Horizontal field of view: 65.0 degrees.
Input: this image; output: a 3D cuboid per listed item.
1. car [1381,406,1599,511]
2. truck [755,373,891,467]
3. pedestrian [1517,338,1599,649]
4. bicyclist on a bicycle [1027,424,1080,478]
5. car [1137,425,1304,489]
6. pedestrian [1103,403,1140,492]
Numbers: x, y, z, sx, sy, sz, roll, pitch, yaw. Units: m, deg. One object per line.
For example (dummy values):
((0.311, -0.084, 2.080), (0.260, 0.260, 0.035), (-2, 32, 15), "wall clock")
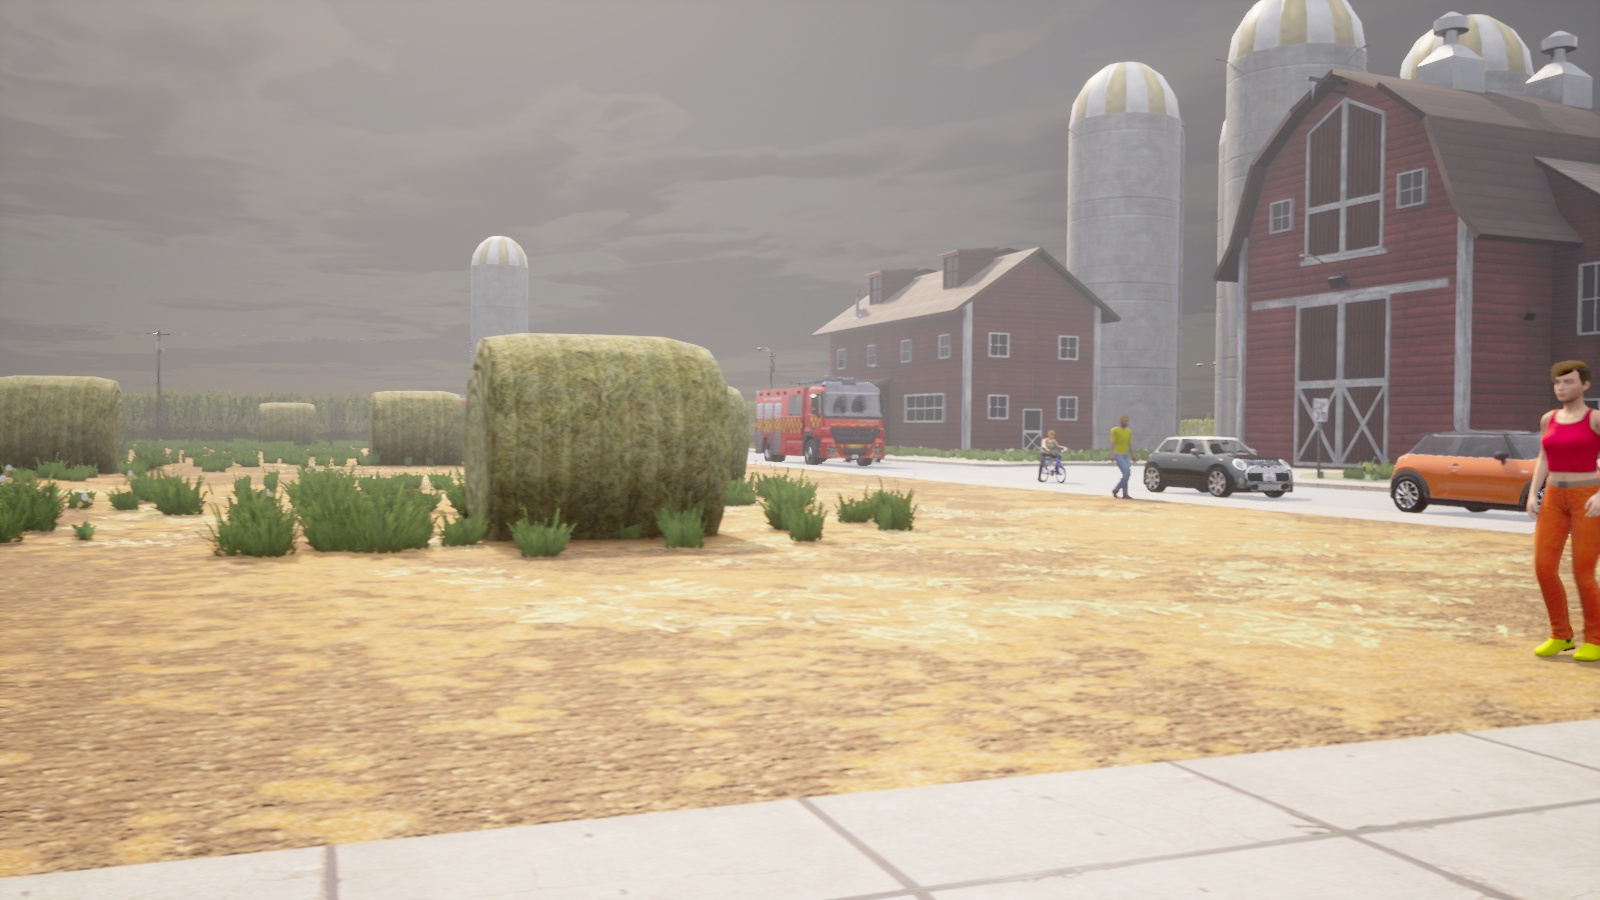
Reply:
((13.582, 0.113, 23.679), (2.097, 1.767, 4.553), (-1, 1, -22), "car")
((0.822, -1.286, 55.453), (2.891, 3.827, 8.468), (-1, 1, -22), "truck")
((4.750, 0.252, 7.694), (0.594, 1.836, 0.345), (-1, 1, -25), "pedestrian")
((7.718, 0.021, 38.284), (0.866, 1.612, 1.509), (-1, 1, -22), "bicyclist on a bicycle")
((10.454, 0.131, 31.484), (1.970, 1.475, 3.806), (-1, 1, -22), "car")
((6.756, -0.060, 26.401), (0.354, 1.836, 0.706), (-1, 1, -33), "pedestrian")
